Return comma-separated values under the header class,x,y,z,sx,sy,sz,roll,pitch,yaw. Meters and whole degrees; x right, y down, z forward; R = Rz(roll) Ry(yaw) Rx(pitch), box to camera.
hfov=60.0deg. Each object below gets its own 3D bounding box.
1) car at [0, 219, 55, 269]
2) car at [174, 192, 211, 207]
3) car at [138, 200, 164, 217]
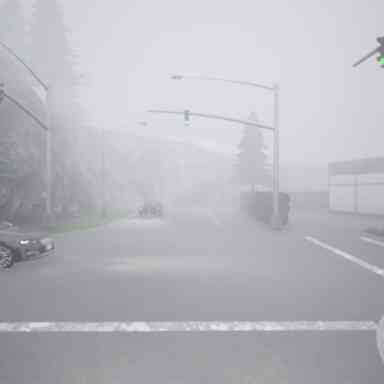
class,x,y,z,sx,sy,sz,roll,pitch,yaw
car,-6.846,1.437,10.281,4.902,1.511,2.128,0,0,1
car,0.108,0.971,46.574,5.566,2.045,2.150,0,0,-37
car,-3.597,1.440,29.932,1.895,1.301,4.718,0,0,0
